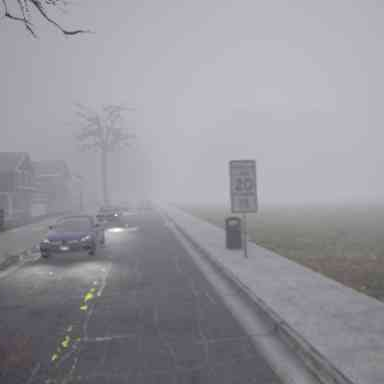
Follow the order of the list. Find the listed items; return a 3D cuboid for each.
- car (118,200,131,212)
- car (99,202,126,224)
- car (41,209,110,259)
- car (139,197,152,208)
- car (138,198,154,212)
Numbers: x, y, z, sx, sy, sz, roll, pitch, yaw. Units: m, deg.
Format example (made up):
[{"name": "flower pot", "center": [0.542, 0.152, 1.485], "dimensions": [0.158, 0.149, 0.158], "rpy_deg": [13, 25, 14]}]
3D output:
[{"name": "car", "center": [-8.617, 1.766, 41.541], "dimensions": [2.033, 1.411, 5.357], "rpy_deg": [-2, 0, -8]}, {"name": "car", "center": [-6.432, 1.770, 25.790], "dimensions": [1.895, 1.301, 4.718], "rpy_deg": [-2, 0, -8]}, {"name": "car", "center": [-4.686, 1.662, 13.637], "dimensions": [1.812, 1.442, 4.674], "rpy_deg": [-2, 0, -8]}, {"name": "car", "center": [-7.231, 1.632, 51.832], "dimensions": [1.837, 1.490, 4.892], "rpy_deg": [-2, 0, -8]}, {"name": "car", "center": [-5.799, 1.670, 41.877], "dimensions": [1.994, 1.385, 4.181], "rpy_deg": [-2, 0, -7]}]
